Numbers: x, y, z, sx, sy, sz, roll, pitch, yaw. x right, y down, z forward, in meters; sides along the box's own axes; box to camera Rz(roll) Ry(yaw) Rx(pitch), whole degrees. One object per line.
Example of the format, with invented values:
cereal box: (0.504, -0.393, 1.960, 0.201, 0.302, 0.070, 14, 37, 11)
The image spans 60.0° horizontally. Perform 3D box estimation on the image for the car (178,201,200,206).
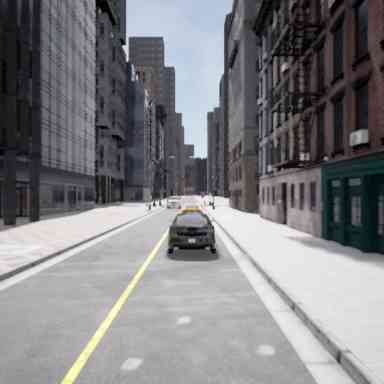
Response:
car: (0.003, 1.765, 29.475, 1.882, 1.535, 5.008, 0, 0, 0)

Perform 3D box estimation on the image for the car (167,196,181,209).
car: (-3.005, 1.775, 56.698, 2.150, 2.045, 5.566, 0, -1, 0)

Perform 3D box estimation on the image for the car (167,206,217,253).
car: (0.004, 1.618, 14.471, 1.882, 1.535, 5.008, 0, 0, 0)
